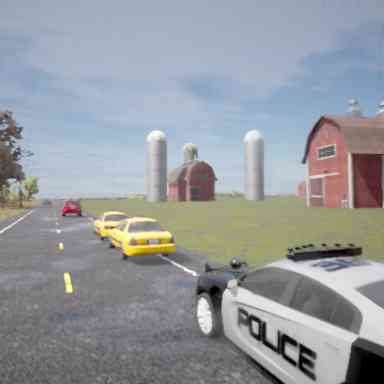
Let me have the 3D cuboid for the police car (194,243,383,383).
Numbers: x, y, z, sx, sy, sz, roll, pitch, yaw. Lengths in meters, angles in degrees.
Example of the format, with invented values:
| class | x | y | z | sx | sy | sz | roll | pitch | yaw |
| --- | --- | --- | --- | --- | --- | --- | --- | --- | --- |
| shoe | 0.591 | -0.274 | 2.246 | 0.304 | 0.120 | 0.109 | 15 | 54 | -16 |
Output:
| class | x | y | z | sx | sy | sz | roll | pitch | yaw |
| --- | --- | --- | --- | --- | --- | --- | --- | --- | --- |
| police car | 1.619 | 1.505 | 4.361 | 1.930 | 1.638 | 5.238 | 0 | -1 | -23 |

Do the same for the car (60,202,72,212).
| class | x | y | z | sx | sy | sz | roll | pitch | yaw |
| --- | --- | --- | --- | --- | --- | --- | --- | --- | --- |
| car | -21.475 | 2.533 | 56.543 | 1.837 | 1.490 | 4.892 | 0 | -1 | -23 |

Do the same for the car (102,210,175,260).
| class | x | y | z | sx | sy | sz | roll | pitch | yaw |
| --- | --- | --- | --- | --- | --- | --- | --- | --- | --- |
| car | -2.290 | 1.708 | 13.651 | 1.801 | 1.575 | 5.366 | 0 | -1 | -23 |

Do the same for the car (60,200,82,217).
| class | x | y | z | sx | sy | sz | roll | pitch | yaw |
| --- | --- | --- | --- | --- | --- | --- | --- | --- | --- |
| car | -14.892 | 1.974 | 41.061 | 2.150 | 2.045 | 5.566 | 0 | -1 | -24 |

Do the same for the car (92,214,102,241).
| class | x | y | z | sx | sy | sz | roll | pitch | yaw |
| --- | --- | --- | --- | --- | --- | --- | --- | --- | --- |
| car | -4.617 | 1.809 | 19.181 | 1.801 | 1.575 | 5.366 | 0 | -1 | -23 |
